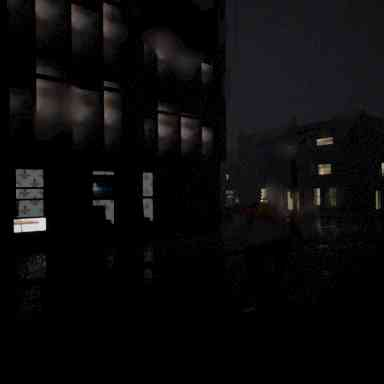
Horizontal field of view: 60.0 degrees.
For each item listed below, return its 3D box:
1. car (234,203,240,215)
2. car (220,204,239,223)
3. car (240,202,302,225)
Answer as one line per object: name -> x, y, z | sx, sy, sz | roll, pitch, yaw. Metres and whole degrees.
car -> 5.189, 1.920, 38.102 | 2.008, 1.369, 4.403 | -2, 0, -37
car -> 1.575, 1.934, 28.505 | 1.947, 1.339, 4.313 | -2, 0, -37
car -> 6.439, 1.623, 26.573 | 2.097, 1.767, 4.553 | -1, 0, -37
